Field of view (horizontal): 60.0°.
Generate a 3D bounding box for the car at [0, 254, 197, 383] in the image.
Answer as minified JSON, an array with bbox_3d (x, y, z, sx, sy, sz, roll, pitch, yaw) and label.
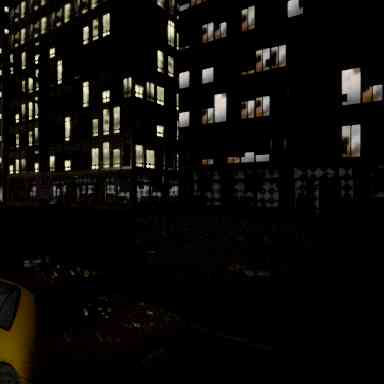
[{"bbox_3d":[-2.228,1.525,4.459,4.829,1.417,1.752,0,0,36],"label":"car"}]
